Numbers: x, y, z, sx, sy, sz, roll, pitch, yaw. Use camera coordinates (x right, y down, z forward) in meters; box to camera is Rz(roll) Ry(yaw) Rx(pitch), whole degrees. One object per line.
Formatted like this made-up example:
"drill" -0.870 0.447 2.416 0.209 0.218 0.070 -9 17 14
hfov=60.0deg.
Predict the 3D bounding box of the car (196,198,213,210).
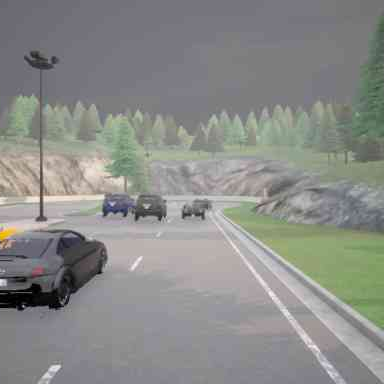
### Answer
"car" 1.375 1.491 41.335 2.128 1.511 4.902 0 0 12

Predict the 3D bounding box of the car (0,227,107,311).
"car" -3.401 1.564 7.848 1.994 1.385 4.181 0 0 0

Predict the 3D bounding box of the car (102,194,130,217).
"car" -6.805 1.220 31.461 2.150 2.045 5.566 0 0 2

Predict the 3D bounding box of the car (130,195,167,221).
"car" -3.374 1.223 27.731 2.150 2.045 5.566 0 0 0

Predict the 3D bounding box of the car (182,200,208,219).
"car" 0.142 1.601 29.215 1.895 1.301 4.718 0 0 1
